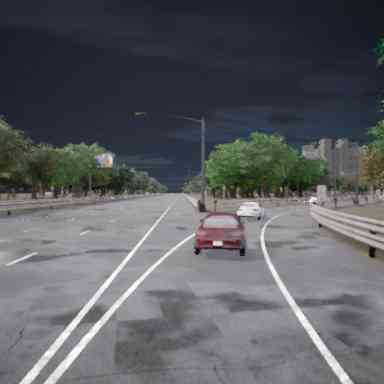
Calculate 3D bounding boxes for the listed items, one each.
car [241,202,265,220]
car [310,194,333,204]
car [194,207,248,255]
[{"bbox_3d":[5.075,1.564,28.183,1.812,1.442,4.674,0,0,19],"label":"car"},{"bbox_3d":[22.065,1.285,56.675,2.150,2.045,5.566,0,0,41],"label":"car"},{"bbox_3d":[1.221,1.536,13.291,1.812,1.442,4.674,0,0,9],"label":"car"}]
